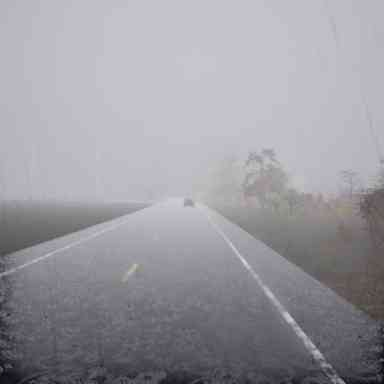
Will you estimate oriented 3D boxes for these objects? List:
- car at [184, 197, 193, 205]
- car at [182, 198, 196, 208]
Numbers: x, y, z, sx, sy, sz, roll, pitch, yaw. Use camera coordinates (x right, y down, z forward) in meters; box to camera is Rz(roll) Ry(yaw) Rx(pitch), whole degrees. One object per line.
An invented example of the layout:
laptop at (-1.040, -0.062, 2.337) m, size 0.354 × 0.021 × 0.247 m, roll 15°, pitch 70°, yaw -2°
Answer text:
car at (-0.720, 1.839, 66.605) m, size 1.882 × 1.535 × 5.008 m, roll 0°, pitch 0°, yaw -1°
car at (-0.477, 1.812, 53.985) m, size 1.837 × 1.490 × 4.892 m, roll 0°, pitch 0°, yaw -1°
